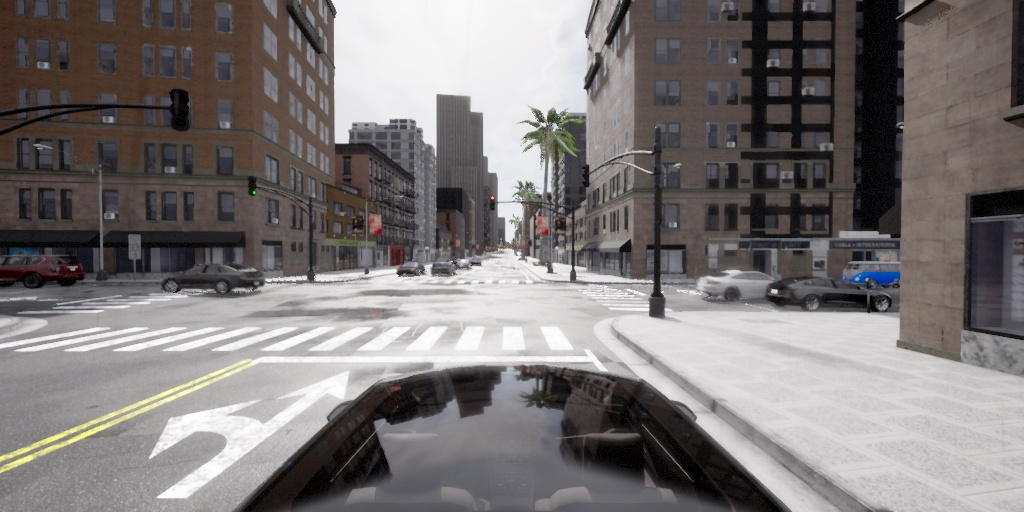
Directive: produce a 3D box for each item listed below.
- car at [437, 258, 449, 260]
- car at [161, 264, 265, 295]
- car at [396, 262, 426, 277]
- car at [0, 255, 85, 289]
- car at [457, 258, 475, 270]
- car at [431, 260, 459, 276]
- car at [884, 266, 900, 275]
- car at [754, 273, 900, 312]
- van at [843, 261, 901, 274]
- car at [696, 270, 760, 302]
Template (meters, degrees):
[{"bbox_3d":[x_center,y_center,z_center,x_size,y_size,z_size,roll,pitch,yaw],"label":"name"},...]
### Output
[{"bbox_3d":[-10.187,1.078,52.201,2.097,1.767,4.553,0,0,0],"label":"car"},{"bbox_3d":[-15.594,1.152,18.770,4.892,1.490,1.837,1,-1,6],"label":"car"},{"bbox_3d":[-10.090,1.285,36.315,2.033,1.411,5.357,0,0,0],"label":"car"},{"bbox_3d":[-27.271,0.833,19.962,5.009,1.841,2.192,0,0,-9],"label":"car"},{"bbox_3d":[-6.934,1.217,51.380,2.128,1.511,4.902,0,0,0],"label":"car"},{"bbox_3d":[-6.836,1.338,36.024,1.895,1.301,4.718,0,0,0],"label":"car"},{"bbox_3d":[25.394,1.505,20.712,5.357,1.411,2.033,0,1,0],"label":"car"},{"bbox_3d":[12.869,1.512,14.747,4.313,1.339,1.948,0,0,0],"label":"car"},{"bbox_3d":[23.850,1.248,23.288,3.998,1.789,1.690,0,0,0],"label":"van"},{"bbox_3d":[11.610,1.420,17.632,4.674,1.442,1.812,0,1,0],"label":"car"}]
